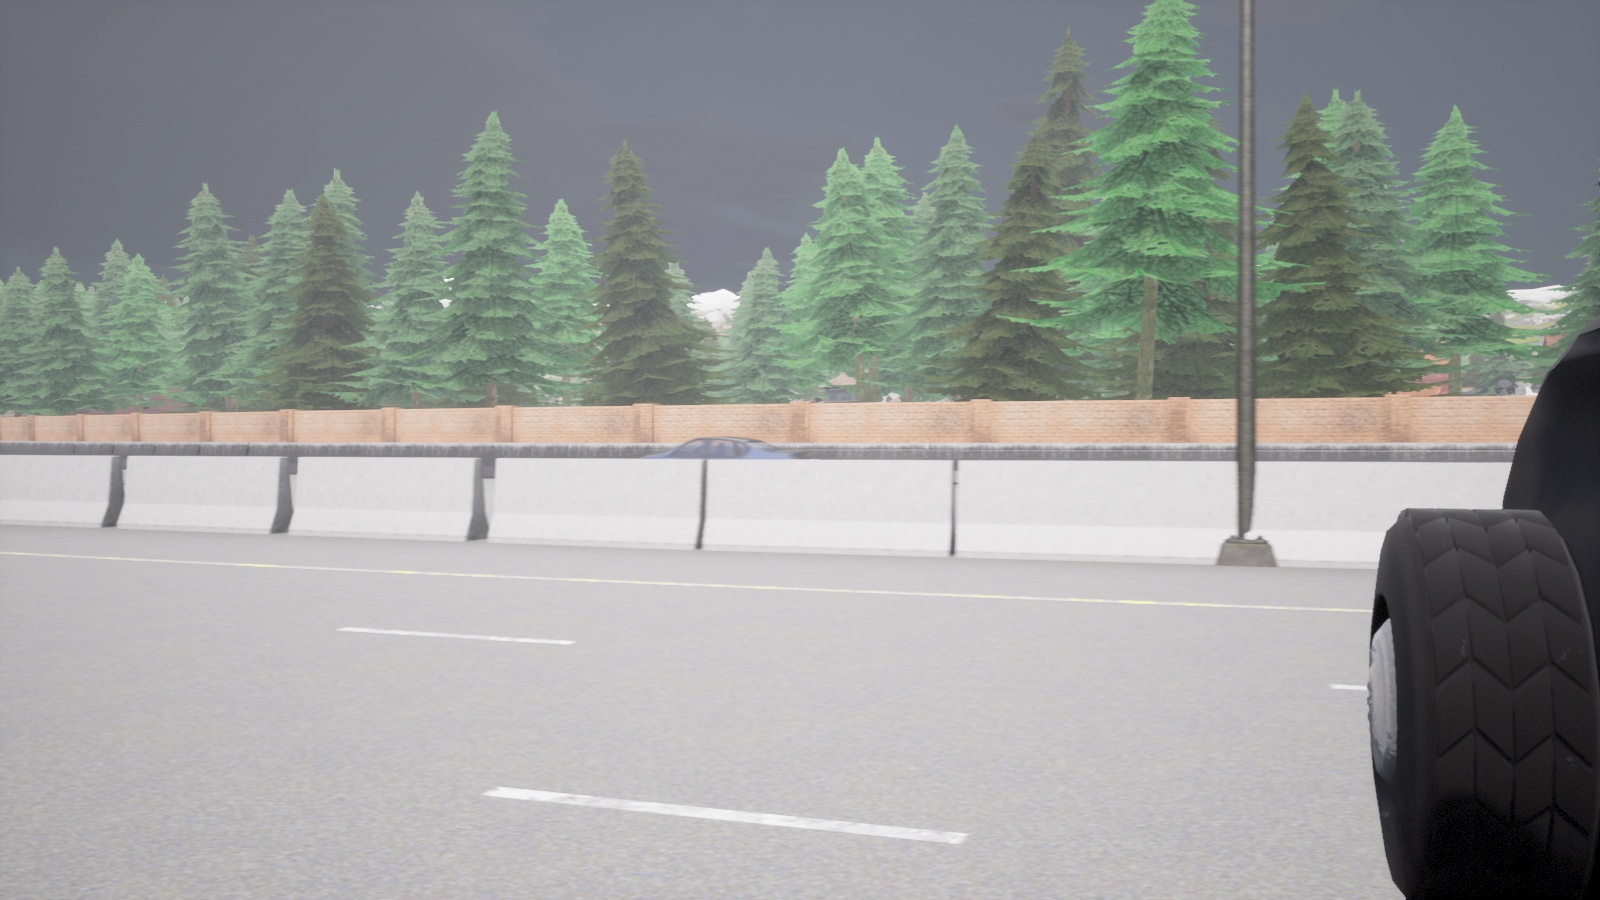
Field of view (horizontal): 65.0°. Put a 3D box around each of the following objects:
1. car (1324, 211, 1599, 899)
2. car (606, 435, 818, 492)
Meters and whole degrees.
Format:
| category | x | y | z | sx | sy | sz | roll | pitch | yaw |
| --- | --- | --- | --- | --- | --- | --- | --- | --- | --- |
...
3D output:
| category | x | y | z | sx | sy | sz | roll | pitch | yaw |
| --- | --- | --- | --- | --- | --- | --- | --- | --- | --- |
| car | 3.079 | 0.600 | 2.165 | 3.866 | 1.878 | 1.905 | 1 | 1 | 18 |
| car | -2.391 | 0.326 | 33.916 | 5.357 | 1.411 | 2.033 | 1 | 1 | 24 |
